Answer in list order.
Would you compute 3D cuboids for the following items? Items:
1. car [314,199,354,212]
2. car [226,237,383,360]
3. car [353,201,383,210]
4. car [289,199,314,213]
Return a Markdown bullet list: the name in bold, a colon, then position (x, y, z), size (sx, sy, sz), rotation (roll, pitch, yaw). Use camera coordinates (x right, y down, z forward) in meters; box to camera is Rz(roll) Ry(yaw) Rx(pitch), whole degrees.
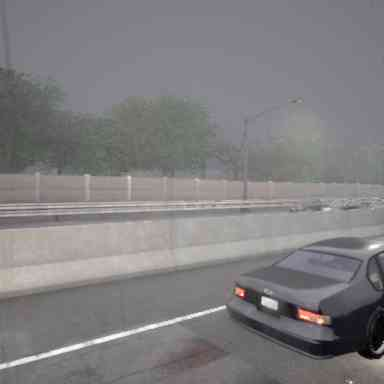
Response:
- **car**: position (14.013, 1.481, 31.058), size (4.902, 1.511, 2.128), rotation (0, 0, -35)
- **car**: position (3.091, 1.545, 5.942), size (5.357, 1.411, 2.033), rotation (0, 0, -35)
- **car**: position (16.380, 1.481, 28.445), size (4.902, 1.511, 2.128), rotation (0, 0, -35)
- **car**: position (11.979, 1.494, 33.905), size (4.892, 1.490, 1.837), rotation (0, 0, -35)
